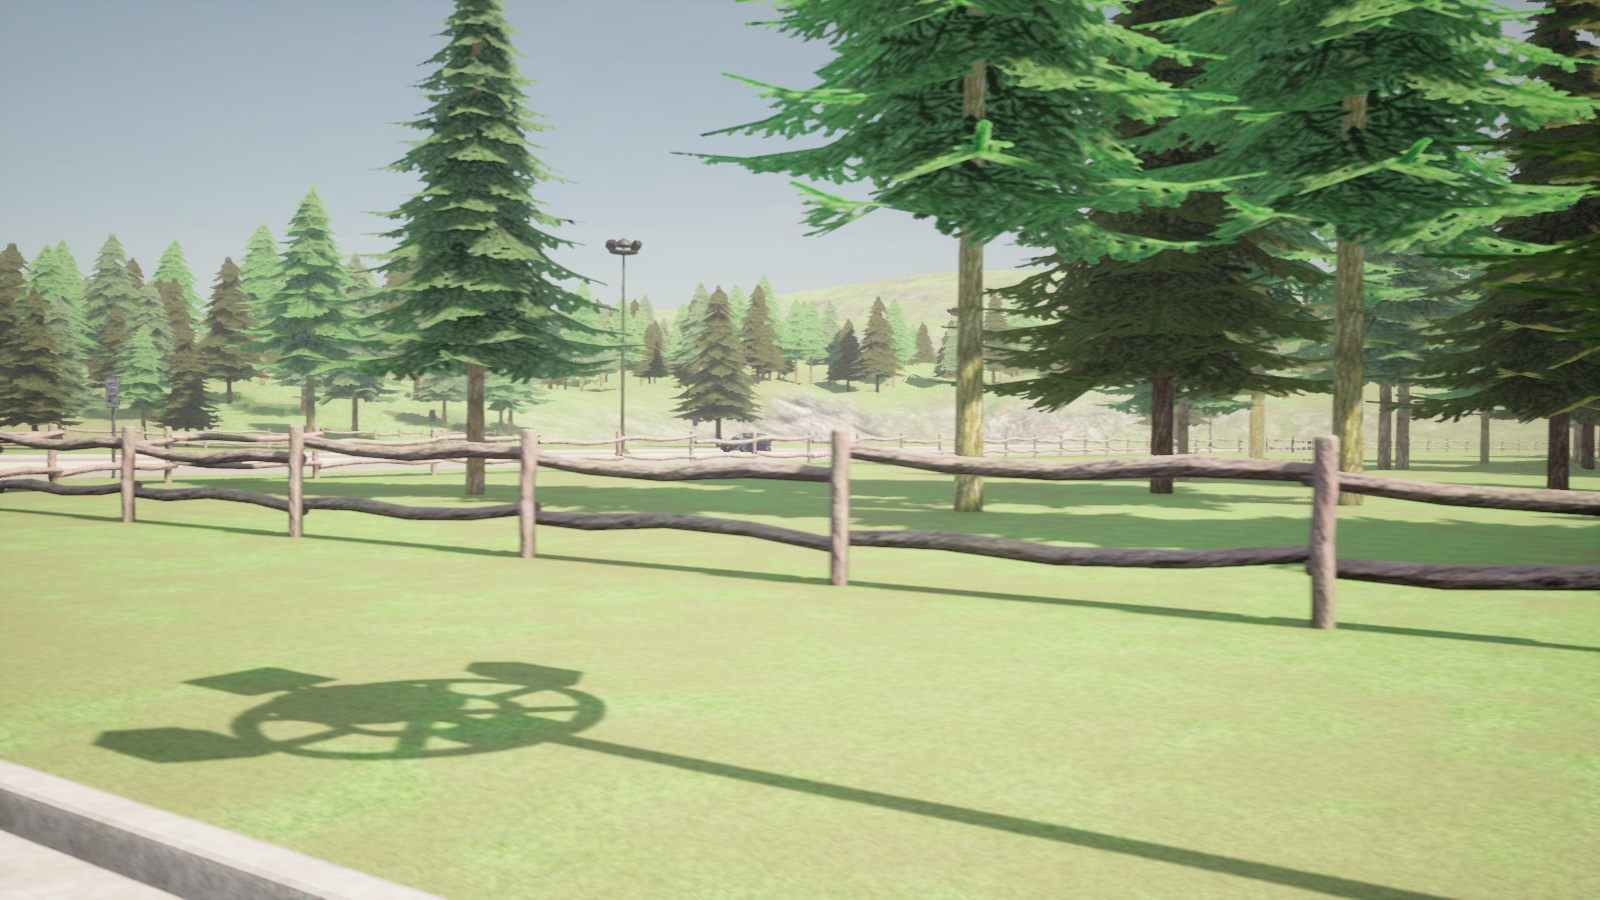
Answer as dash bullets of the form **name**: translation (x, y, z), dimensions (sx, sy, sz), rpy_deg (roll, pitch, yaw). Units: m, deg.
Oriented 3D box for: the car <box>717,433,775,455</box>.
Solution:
- **car**: translation (-3.697, -0.406, 86.803), dimensions (1.816, 1.474, 4.193), rpy_deg (0, 1, 34)
